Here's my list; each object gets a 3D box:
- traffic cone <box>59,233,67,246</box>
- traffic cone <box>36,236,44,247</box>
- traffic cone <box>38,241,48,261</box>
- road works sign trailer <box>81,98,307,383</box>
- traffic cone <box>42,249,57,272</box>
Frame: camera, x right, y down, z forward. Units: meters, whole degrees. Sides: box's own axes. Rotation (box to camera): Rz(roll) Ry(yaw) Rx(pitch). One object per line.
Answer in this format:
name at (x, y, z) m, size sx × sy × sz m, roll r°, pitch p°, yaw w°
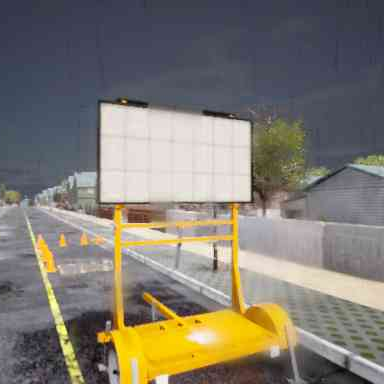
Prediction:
traffic cone at (-6.338, 2.323, 16.302) m, size 0.340 × 0.580 × 0.340 m, roll 1°, pitch -1°, yaw -27°
traffic cone at (-6.311, 2.273, 14.066) m, size 0.340 × 0.580 × 0.340 m, roll 1°, pitch -1°, yaw -27°
traffic cone at (-5.395, 2.231, 12.289) m, size 0.340 × 0.580 × 0.340 m, roll 1°, pitch -1°, yaw -27°
road works sign trailer at (-0.229, 0.571, 4.868) m, size 2.380 × 3.560 × 2.880 m, roll 1°, pitch -1°, yaw -27°
traffic cone at (-4.479, 2.191, 10.511) m, size 0.340 × 0.580 × 0.340 m, roll 1°, pitch -1°, yaw -27°
